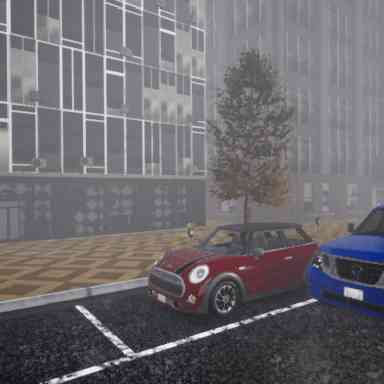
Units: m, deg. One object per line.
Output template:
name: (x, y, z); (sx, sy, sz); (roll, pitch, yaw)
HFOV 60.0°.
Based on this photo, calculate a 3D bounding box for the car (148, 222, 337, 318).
car: (1.059, 1.439, 7.323); (4.097, 1.590, 1.967); (0, -1, -35)

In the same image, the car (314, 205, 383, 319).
car: (4.751, 1.220, 6.766); (5.566, 2.045, 2.150); (0, 0, -35)
